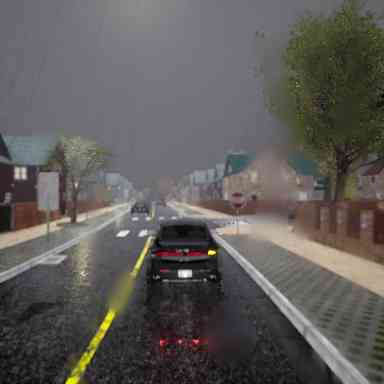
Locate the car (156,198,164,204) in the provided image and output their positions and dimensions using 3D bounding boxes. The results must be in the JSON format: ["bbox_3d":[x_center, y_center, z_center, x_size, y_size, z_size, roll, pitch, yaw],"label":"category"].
[{"bbox_3d":[-7.412,2.161,77.239,1.895,1.301,4.718,0,-1,-6],"label":"car"}]

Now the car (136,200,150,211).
[{"bbox_3d":[-6.981,1.873,47.814,1.994,1.385,4.181,0,-1,-7],"label":"car"}]

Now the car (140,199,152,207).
[{"bbox_3d":[-8.429,2.009,61.352,2.033,1.411,5.357,0,-1,-6],"label":"car"}]

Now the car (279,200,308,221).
[{"bbox_3d":[9.548,1.424,27.363,4.553,1.767,2.097,0,-1,-8],"label":"car"}]

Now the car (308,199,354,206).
[{"bbox_3d":[11.443,1.349,24.705,4.553,1.767,2.097,0,-1,-7],"label":"car"}]

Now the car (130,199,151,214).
[{"bbox_3d":[-5.880,1.780,37.999,1.994,1.385,4.181,0,0,-6],"label":"car"}]

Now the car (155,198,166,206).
[{"bbox_3d":[-6.250,2.033,66.857,1.837,1.490,4.892,0,-1,-6],"label":"car"}]

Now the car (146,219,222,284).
[{"bbox_3d":[-0.266,1.545,9.677,1.837,1.490,4.892,0,0,-3],"label":"car"}]
